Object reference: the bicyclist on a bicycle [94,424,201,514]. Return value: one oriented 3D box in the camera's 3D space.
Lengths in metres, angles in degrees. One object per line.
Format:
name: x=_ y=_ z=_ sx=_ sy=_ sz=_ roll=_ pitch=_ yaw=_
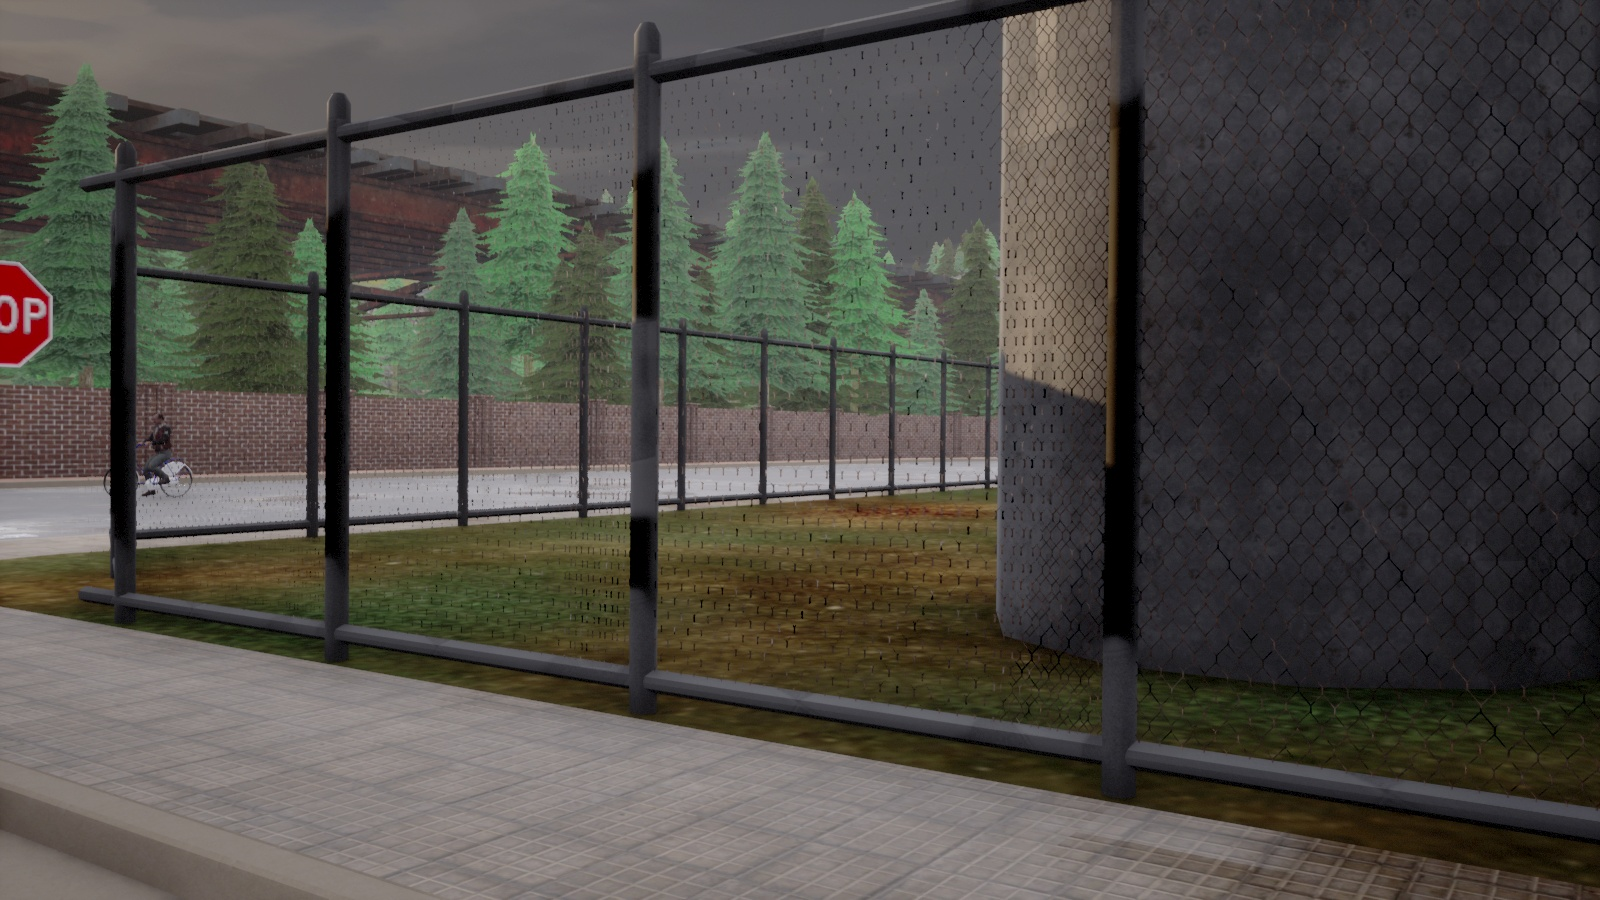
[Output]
bicyclist on a bicycle: x=-13.331 y=0.364 z=25.700 sx=0.659 sy=1.776 sz=1.843 roll=0 pitch=1 yaw=34
